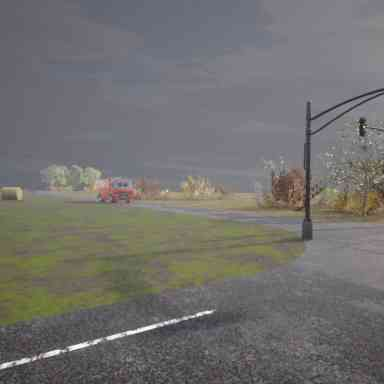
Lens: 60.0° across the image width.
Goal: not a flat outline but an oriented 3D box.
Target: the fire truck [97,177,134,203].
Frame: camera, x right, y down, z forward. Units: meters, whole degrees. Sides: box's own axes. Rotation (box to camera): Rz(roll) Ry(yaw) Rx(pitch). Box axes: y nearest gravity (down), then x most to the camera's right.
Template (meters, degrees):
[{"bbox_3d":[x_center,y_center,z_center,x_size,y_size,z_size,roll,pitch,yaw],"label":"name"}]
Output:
[{"bbox_3d":[-11.714,-0.355,50.067,2.891,3.827,8.468,1,0,-32],"label":"fire truck"}]
